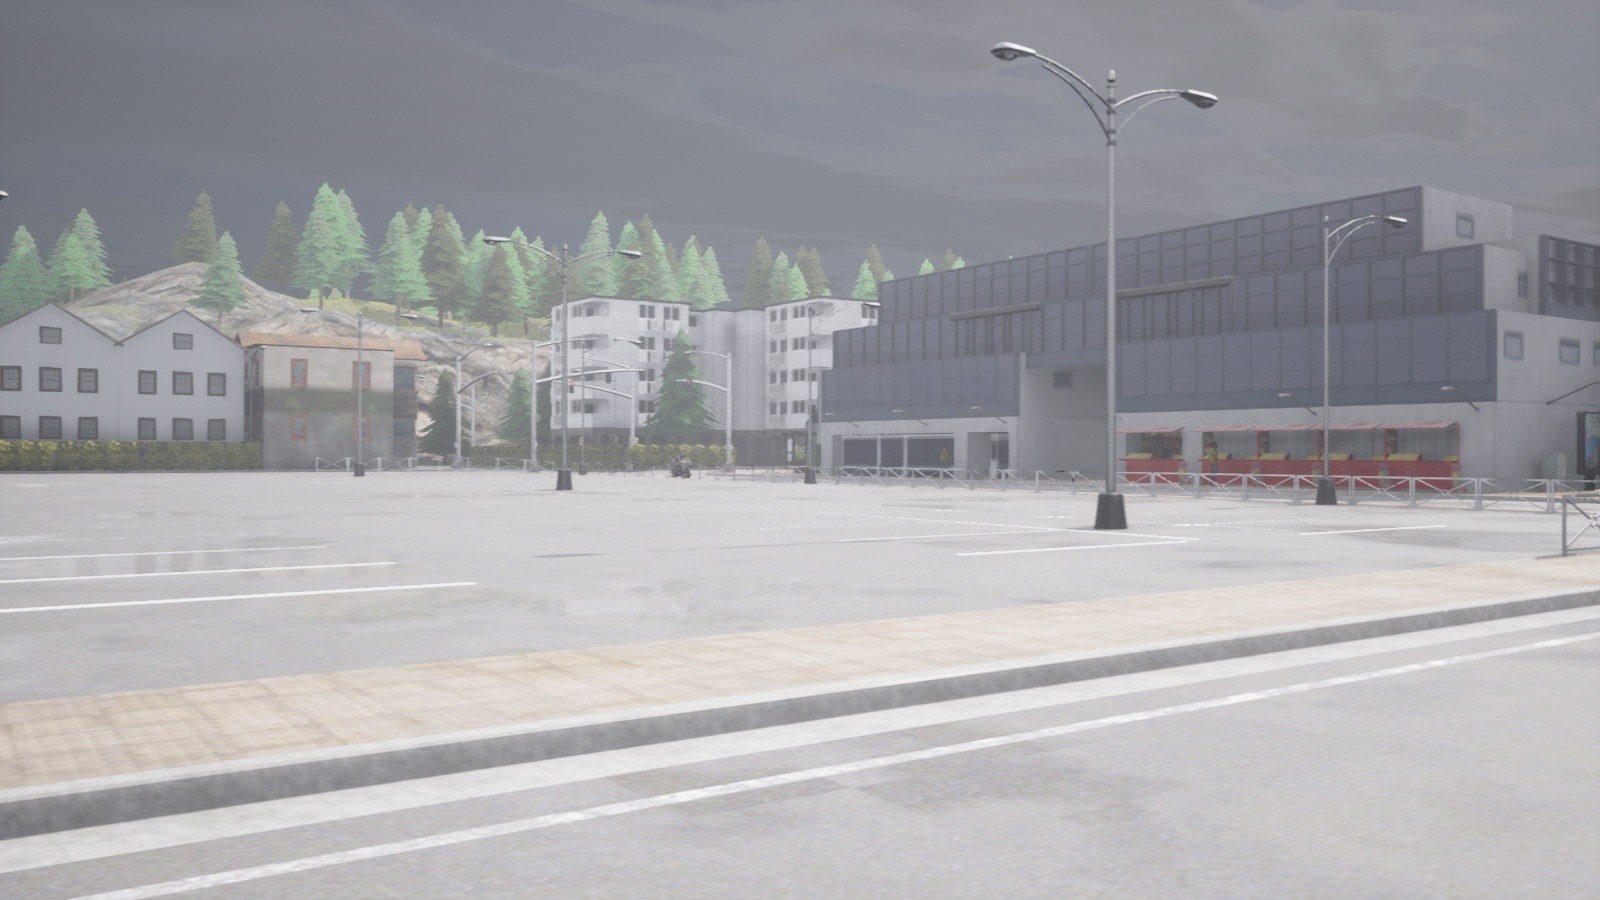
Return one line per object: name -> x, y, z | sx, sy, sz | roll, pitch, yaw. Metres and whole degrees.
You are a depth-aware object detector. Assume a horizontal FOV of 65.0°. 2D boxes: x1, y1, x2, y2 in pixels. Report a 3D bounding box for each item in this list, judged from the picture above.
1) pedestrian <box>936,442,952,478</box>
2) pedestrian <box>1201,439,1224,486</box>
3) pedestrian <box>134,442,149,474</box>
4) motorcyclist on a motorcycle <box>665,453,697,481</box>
pedestrian -> 7.467, 0.531, 65.038 | 0.431, 1.840, 0.709 | 0, 0, -38
pedestrian -> 16.266, 0.475, 49.512 | 0.431, 1.840, 0.709 | 0, 0, -37
pedestrian -> -39.036, 0.475, 74.416 | 0.726, 1.842, 0.402 | 0, 0, -34
motorcyclist on a motorcycle -> -6.750, 0.952, 71.361 | 0.866, 1.530, 2.191 | 0, 0, -34
